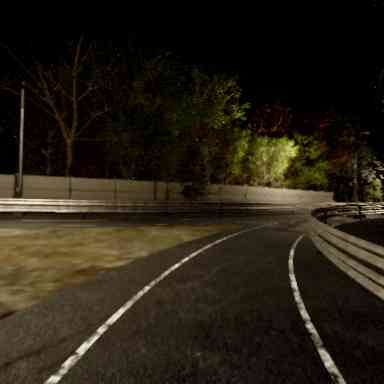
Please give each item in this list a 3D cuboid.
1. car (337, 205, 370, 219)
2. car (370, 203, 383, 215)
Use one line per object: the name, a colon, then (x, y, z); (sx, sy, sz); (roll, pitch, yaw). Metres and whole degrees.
car: (16.946, 2.036, 35.305); (1.994, 1.385, 4.181); (2, 0, 42)
car: (24.531, 2.184, 43.568); (2.128, 1.511, 4.902); (2, 0, 44)
